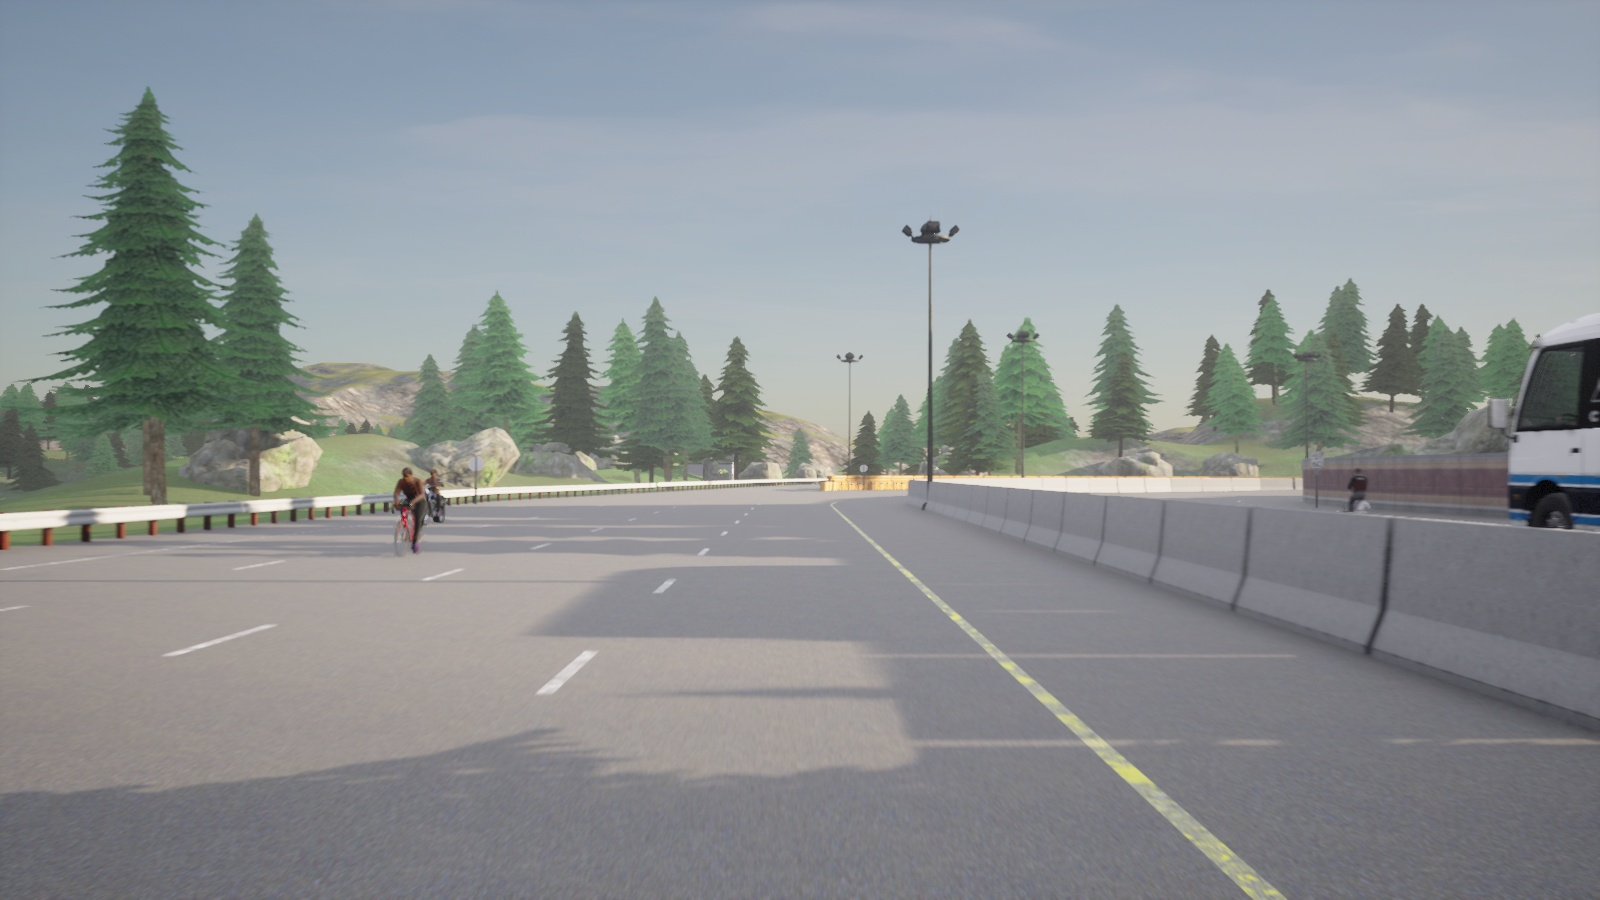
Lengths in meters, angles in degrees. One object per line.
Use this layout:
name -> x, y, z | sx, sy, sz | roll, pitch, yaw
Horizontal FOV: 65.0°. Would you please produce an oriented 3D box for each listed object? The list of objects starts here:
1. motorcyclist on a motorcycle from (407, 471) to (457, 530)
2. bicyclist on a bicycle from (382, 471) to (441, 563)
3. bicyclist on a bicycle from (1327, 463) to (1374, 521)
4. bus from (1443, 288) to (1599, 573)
motorcyclist on a motorcycle -> -10.673, 1.445, 36.472 | 0.766, 1.649, 2.350 | 0, -1, 0
bicyclist on a bicycle -> -7.106, 1.199, 23.042 | 0.582, 1.620, 1.656 | 0, -1, 0
bicyclist on a bicycle -> 17.313, 1.304, 39.518 | 0.659, 1.776, 1.843 | 0, -1, 0
bus -> 13.914, -0.302, 18.121 | 3.944, 4.253, 10.273 | 0, -1, 0
